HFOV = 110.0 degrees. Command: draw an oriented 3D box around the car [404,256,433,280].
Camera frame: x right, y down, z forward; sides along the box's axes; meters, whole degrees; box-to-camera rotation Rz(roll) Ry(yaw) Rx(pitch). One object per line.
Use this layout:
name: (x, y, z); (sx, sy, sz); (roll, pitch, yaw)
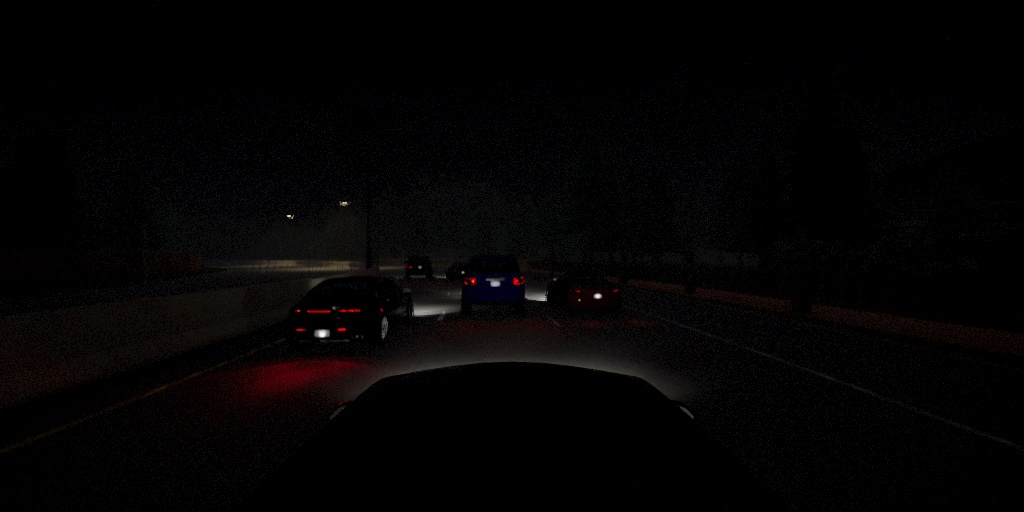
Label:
car: (-8.161, 1.015, 31.278); (2.150, 2.045, 5.566); (0, 0, -17)

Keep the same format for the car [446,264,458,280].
car: (-4.663, 1.345, 31.568); (1.994, 1.385, 4.181); (0, 0, -17)

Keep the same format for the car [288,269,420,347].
car: (-3.905, 1.272, 9.453); (1.837, 1.490, 4.892); (0, 0, -4)

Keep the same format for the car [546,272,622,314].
car: (2.632, 1.310, 13.927); (1.994, 1.385, 4.181); (0, 0, -6)

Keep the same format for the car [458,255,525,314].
car: (-0.848, 0.980, 14.043); (2.150, 2.045, 5.566); (0, 0, -7)
